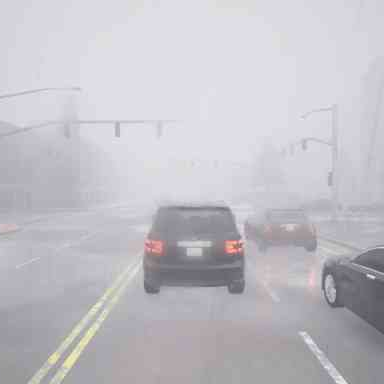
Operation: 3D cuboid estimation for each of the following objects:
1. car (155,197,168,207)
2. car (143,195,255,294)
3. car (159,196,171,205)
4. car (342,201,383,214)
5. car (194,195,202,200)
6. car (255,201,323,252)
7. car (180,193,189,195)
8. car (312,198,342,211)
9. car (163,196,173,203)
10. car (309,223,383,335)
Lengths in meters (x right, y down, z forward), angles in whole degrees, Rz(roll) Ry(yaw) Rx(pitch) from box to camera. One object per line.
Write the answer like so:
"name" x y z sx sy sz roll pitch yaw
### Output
"car" -4.696 1.526 51.903 1.812 1.442 4.674 0 0 -1
"car" 0.055 1.221 8.945 2.150 2.045 5.566 0 0 0
"car" -4.895 1.477 61.293 1.882 1.535 5.008 0 0 -1
"car" 18.490 1.601 34.129 4.718 1.301 1.895 0 0 -2
"car" 1.475 1.552 90.326 1.994 1.385 4.181 0 0 -1
"car" 3.537 1.352 14.123 2.097 1.767 4.553 0 0 0
"car" -1.783 1.496 80.180 1.837 1.490 4.892 0 0 -1
"car" 14.441 1.505 37.522 4.892 1.490 1.837 0 0 -2
"car" -5.068 1.552 71.174 1.994 1.385 4.181 0 0 -1
"car" 3.607 1.505 5.042 1.837 1.490 4.892 0 0 0
